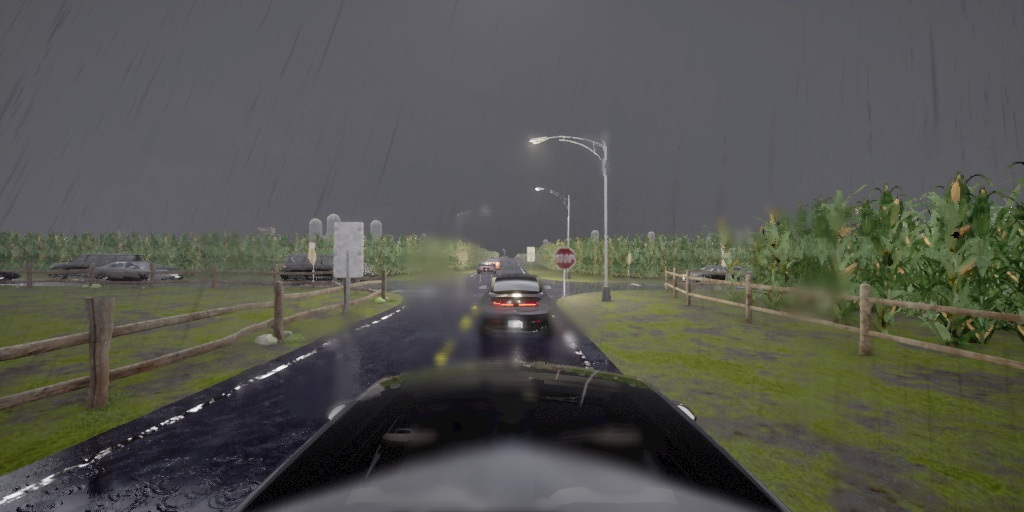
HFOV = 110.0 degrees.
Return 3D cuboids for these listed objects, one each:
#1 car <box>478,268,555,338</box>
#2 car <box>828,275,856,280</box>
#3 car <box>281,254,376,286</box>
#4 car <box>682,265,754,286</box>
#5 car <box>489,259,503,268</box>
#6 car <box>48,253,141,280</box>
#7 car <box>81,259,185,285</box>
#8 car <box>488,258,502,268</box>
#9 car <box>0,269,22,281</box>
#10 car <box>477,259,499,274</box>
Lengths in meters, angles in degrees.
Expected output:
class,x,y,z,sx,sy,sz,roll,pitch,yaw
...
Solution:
class,x,y,z,sx,sy,sz,roll,pitch,yaw
car,0.108,1.256,10.248,1.837,1.490,4.892,0,0,0
car,25.268,1.488,25.788,5.357,1.411,2.033,0,-1,0
car,-11.931,0.895,23.472,5.566,2.045,2.150,0,-1,-2
car,14.874,1.361,25.897,4.902,1.511,2.128,0,-1,1
car,-2.753,1.216,61.291,2.128,1.511,4.902,0,0,0
car,-30.406,0.821,26.410,5.566,2.045,2.150,0,-1,1
car,-24.243,1.095,23.388,4.902,1.511,2.128,0,-1,1
car,-2.777,1.086,50.982,2.097,1.767,4.553,0,0,0
car,-35.568,1.146,23.518,4.718,1.301,1.895,0,-1,1
car,-2.802,1.304,40.892,1.994,1.385,4.181,0,0,0
